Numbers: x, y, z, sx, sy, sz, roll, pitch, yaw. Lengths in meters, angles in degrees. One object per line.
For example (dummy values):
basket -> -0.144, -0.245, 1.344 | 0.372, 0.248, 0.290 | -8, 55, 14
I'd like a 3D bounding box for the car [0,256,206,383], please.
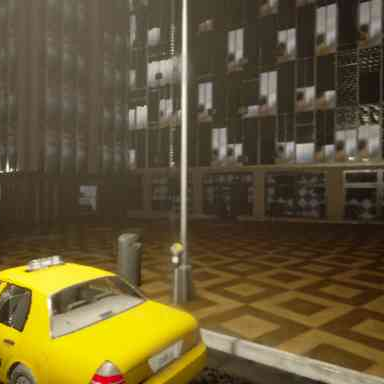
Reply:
car -> -2.130, 1.564, 4.532 | 4.829, 1.417, 1.752 | -1, 1, 35
